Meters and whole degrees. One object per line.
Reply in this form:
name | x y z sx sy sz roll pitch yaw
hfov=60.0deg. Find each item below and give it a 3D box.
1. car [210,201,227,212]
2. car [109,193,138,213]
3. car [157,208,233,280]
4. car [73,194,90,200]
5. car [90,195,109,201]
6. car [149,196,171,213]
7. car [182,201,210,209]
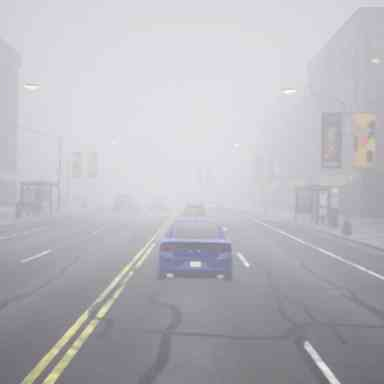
car | 2.847 1.703 40.556 1.895 1.301 4.718 1 0 -9
car | -7.103 1.151 36.024 2.150 2.045 5.566 1 0 -4
car | 0.096 1.492 10.031 1.882 1.535 5.008 1 0 0
car | -25.430 1.189 77.533 4.674 1.452 2.002 1 0 20
car | -20.139 1.351 75.336 4.718 1.301 1.895 1 0 30
car | -3.697 1.337 37.267 2.097 1.767 4.553 1 0 -5
car | 0.185 1.532 28.614 2.128 1.511 4.902 1 0 0
